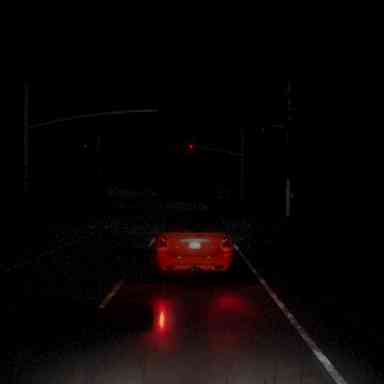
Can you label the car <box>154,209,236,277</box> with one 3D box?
[{"bbox_3d":[0.079,1.323,10.309,2.097,1.767,4.553,0,0,0],"label":"car"}]
